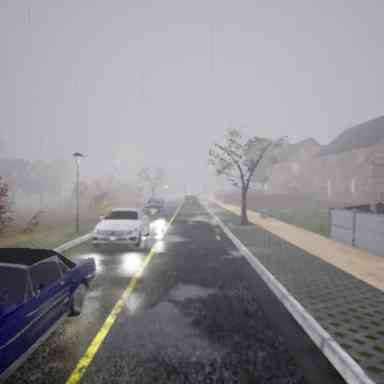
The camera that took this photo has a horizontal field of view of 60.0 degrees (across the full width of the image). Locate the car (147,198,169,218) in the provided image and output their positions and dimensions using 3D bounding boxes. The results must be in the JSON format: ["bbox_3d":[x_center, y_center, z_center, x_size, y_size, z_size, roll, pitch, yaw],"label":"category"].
[{"bbox_3d":[-2.975,1.286,28.020,2.128,1.511,4.902,0,0,0],"label":"car"}]

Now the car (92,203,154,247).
[{"bbox_3d":[-2.922,1.413,14.524,1.812,1.442,4.674,0,0,-1],"label":"car"}]

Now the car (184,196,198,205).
[{"bbox_3d":[-0.159,1.263,50.125,1.895,1.301,4.718,0,0,0],"label":"car"}]

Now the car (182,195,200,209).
[{"bbox_3d":[-0.100,1.080,39.632,2.097,1.767,4.553,0,0,0],"label":"car"}]

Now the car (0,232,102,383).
[{"bbox_3d":[-2.866,1.559,4.550,1.895,1.301,4.718,0,0,0],"label":"car"}]
